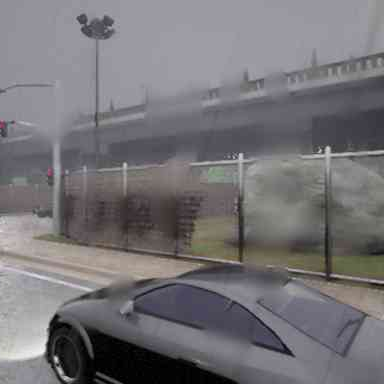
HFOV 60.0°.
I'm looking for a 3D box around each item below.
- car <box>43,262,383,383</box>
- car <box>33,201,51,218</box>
[{"bbox_3d":[0.140,1.570,3.893,4.181,1.385,1.994,0,0,35],"label":"car"},{"bbox_3d":[-12.189,1.378,31.812,2.150,2.045,5.566,0,0,35],"label":"car"}]
